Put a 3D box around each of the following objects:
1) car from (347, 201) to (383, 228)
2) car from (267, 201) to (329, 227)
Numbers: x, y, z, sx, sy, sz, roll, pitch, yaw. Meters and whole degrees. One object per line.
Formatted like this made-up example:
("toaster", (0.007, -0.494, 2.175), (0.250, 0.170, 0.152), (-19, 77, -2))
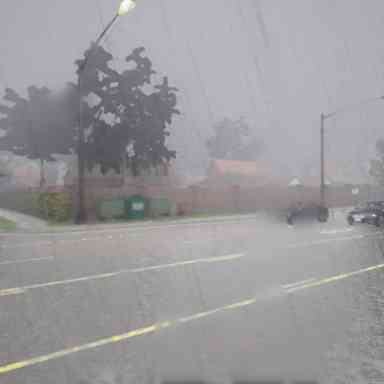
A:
("car", (11.659, 1.338, 20.819), (4.902, 1.511, 2.128), (-1, 0, -35))
("car", (7.001, 1.361, 21.809), (4.902, 1.511, 2.128), (0, 0, -35))
